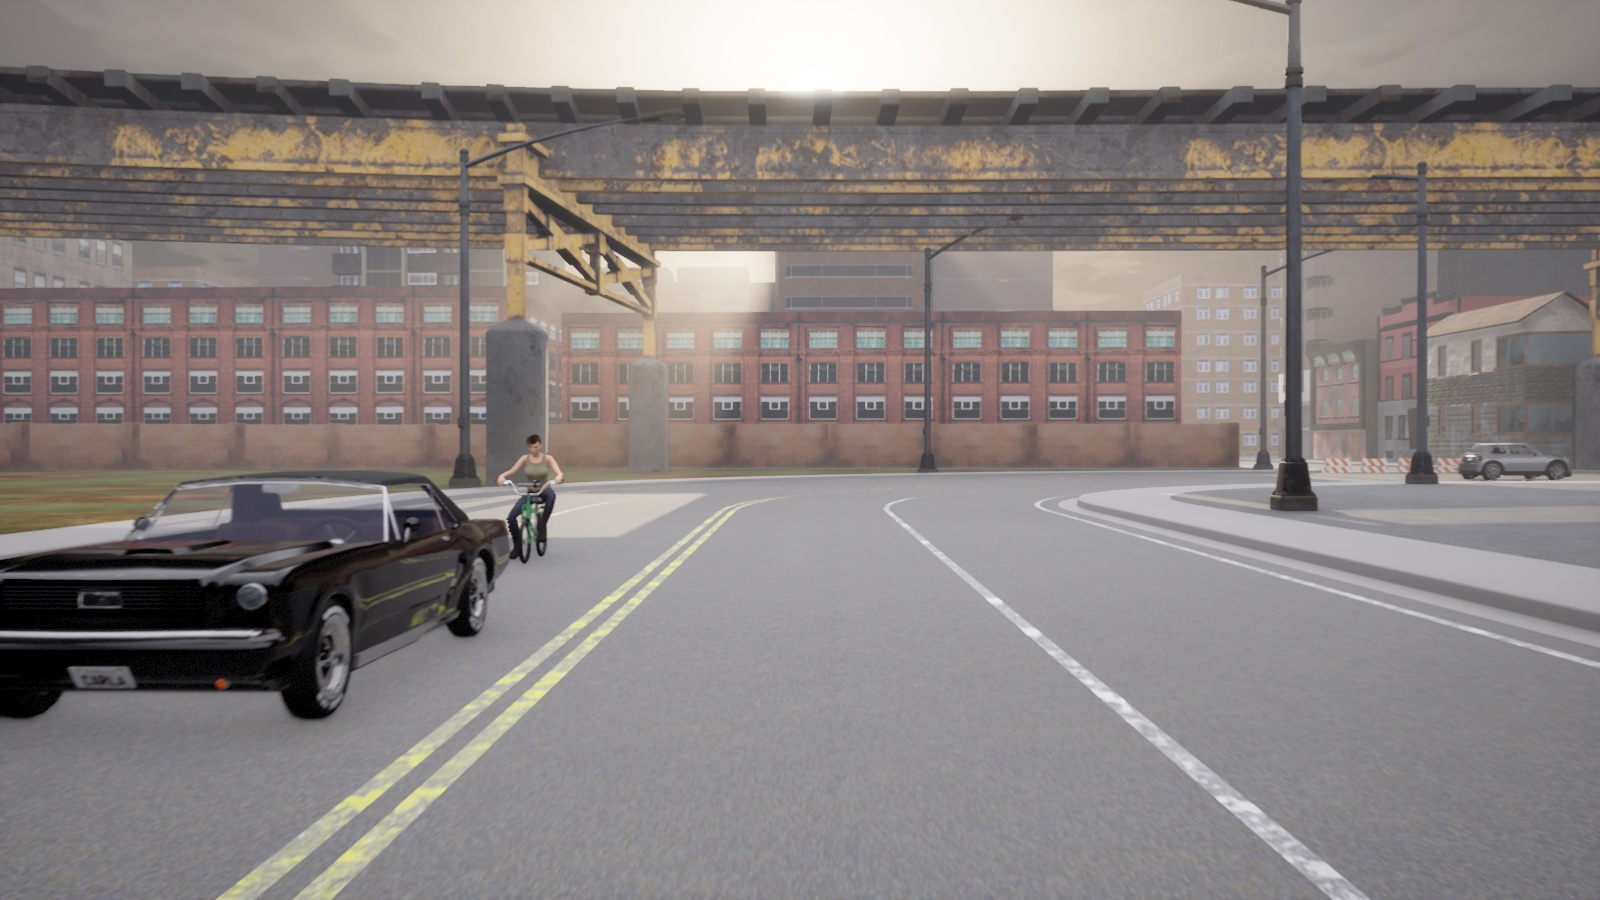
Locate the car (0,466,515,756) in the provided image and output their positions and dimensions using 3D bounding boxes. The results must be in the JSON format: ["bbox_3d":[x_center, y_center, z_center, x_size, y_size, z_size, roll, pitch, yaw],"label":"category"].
[{"bbox_3d":[-3.423,0.798,8.370,1.895,1.301,4.718,0,0,1],"label":"car"}]

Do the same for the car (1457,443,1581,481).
[{"bbox_3d":[28.518,0.459,49.877,3.806,1.475,1.970,0,0,0],"label":"car"}]

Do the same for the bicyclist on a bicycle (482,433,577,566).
[{"bbox_3d":[-3.393,0.593,15.903,0.866,1.612,1.509,0,0,0],"label":"bicyclist on a bicycle"}]
